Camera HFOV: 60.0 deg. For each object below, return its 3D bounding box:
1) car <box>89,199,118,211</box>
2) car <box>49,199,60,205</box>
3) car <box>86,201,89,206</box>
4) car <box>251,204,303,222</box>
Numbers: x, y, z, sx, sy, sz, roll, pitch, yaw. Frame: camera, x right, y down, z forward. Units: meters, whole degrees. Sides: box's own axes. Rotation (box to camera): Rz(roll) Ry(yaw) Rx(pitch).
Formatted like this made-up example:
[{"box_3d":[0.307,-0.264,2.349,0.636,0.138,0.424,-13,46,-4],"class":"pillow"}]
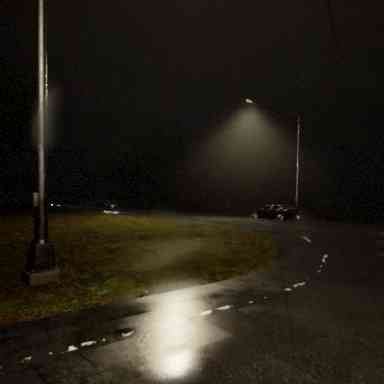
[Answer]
[{"box_3d":[-11.054,1.603,42.748,2.128,1.511,4.902,4,-3,-35],"class":"car"},{"box_3d":[-33.128,2.378,80.091,1.895,1.301,4.718,4,-3,-30],"class":"car"},{"box_3d":[-20.358,2.274,68.507,2.128,1.511,4.902,4,-3,-35],"class":"car"},{"box_3d":[7.174,1.800,28.656,1.837,1.490,4.892,4,-3,-35],"class":"car"}]
